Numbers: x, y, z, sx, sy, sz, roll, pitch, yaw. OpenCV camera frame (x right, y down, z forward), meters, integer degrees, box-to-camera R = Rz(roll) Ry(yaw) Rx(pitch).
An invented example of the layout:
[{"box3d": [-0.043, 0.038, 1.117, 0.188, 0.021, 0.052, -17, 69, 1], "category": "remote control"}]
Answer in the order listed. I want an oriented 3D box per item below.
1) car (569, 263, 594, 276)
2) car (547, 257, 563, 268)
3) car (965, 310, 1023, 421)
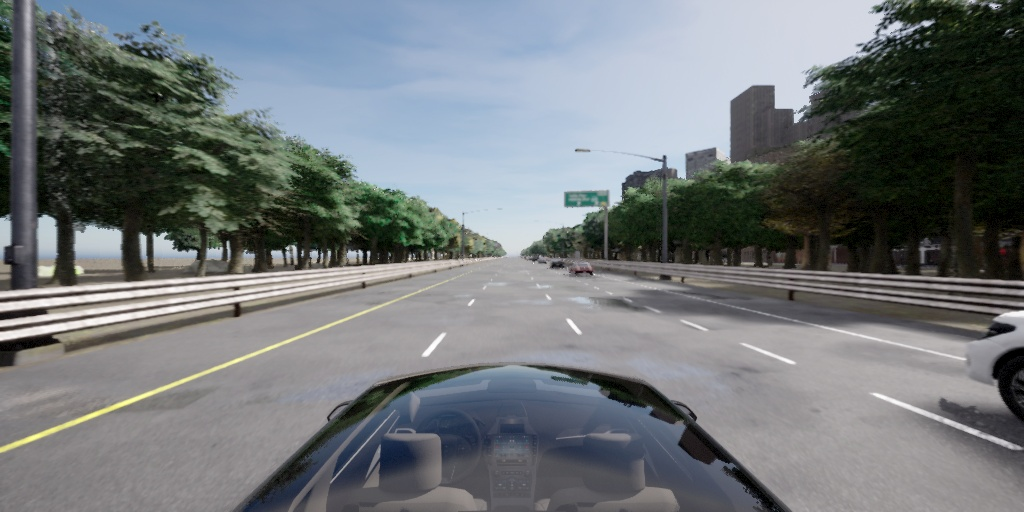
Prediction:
[{"box3d": [7.071, 1.343, 37.182, 1.895, 1.301, 4.718, 0, 0, 0], "category": "car"}, {"box3d": [7.156, 1.203, 58.131, 1.882, 1.535, 5.008, 0, 0, 0], "category": "car"}, {"box3d": [7.000, 0.977, 2.211, 2.150, 2.045, 5.566, 0, 0, 0], "category": "car"}]
